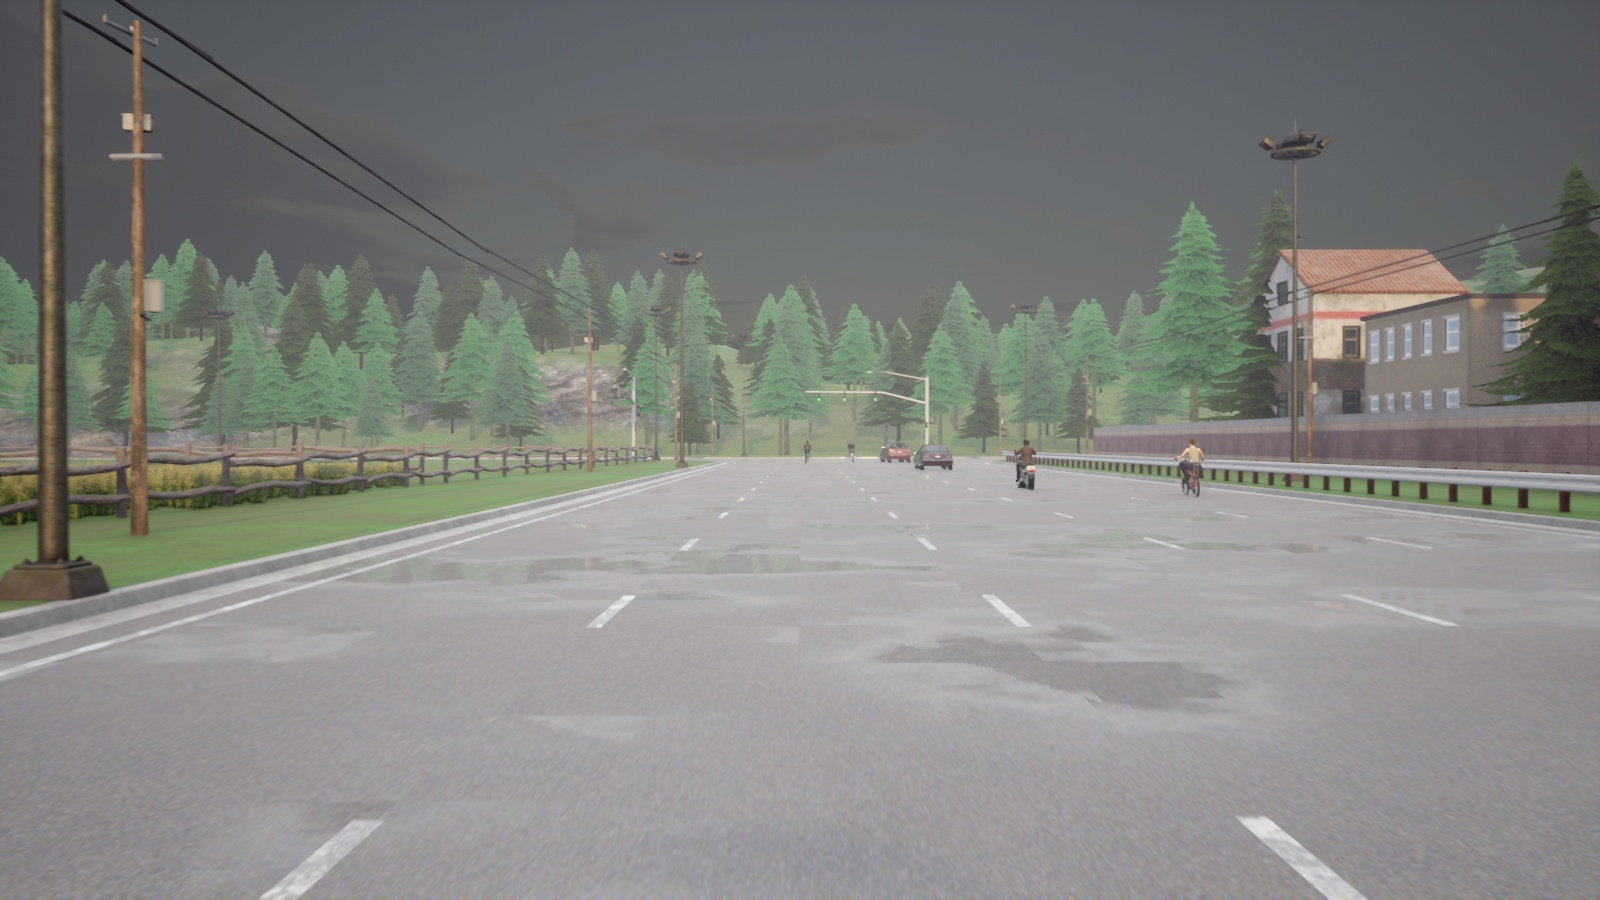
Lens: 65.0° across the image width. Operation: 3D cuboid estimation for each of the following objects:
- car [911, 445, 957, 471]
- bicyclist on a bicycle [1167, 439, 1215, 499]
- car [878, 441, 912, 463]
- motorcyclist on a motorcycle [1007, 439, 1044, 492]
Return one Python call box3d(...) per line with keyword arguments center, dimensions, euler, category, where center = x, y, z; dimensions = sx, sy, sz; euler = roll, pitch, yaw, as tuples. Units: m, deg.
box3d(center=(7.415, 0.405, 69.986), dimensions=(2.033, 1.411, 5.357), euler=(0, 0, 0), category="car")
box3d(center=(10.707, 0.498, 34.411), dimensions=(0.866, 1.612, 1.509), euler=(0, 0, 1), category="bicyclist on a bicycle")
box3d(center=(7.158, 0.114, 95.124), dimensions=(1.851, 1.617, 3.988), euler=(0, 0, -7), category="car")
box3d(center=(7.246, 0.475, 40.423), dimensions=(0.766, 1.649, 2.350), euler=(0, 0, 0), category="motorcyclist on a motorcycle")
